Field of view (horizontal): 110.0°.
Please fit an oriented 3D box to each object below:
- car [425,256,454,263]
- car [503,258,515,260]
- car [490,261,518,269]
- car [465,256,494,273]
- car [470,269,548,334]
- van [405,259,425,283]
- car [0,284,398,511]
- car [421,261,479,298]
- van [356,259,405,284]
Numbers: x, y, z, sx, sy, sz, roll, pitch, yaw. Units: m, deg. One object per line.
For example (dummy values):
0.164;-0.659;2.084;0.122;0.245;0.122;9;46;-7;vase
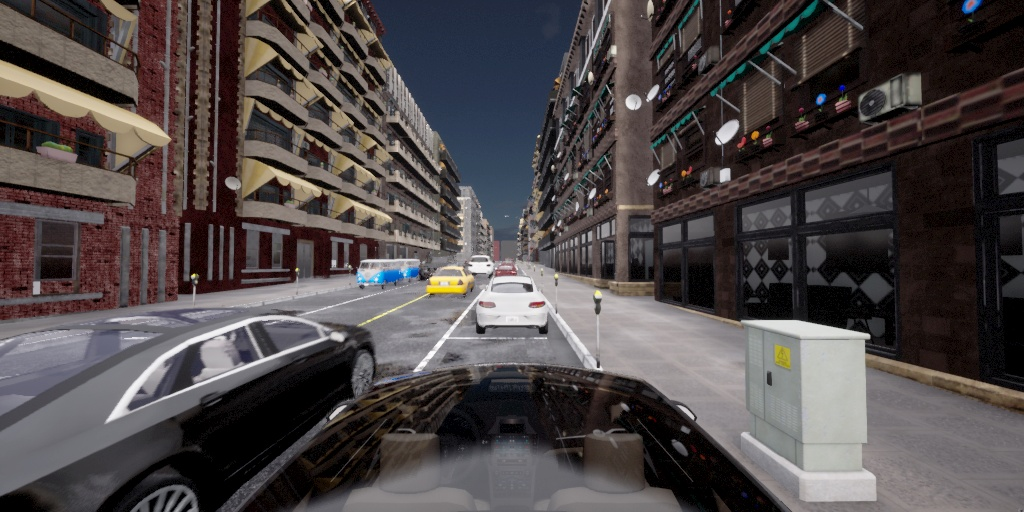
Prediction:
-5.869;0.999;28.972;2.150;2.045;5.566;0;0;0;car
-0.446;1.240;39.134;1.967;1.591;4.097;0;0;0;car
-0.453;1.322;28.072;1.888;1.381;4.507;0;0;0;car
-2.924;1.014;34.977;2.150;2.045;5.566;0;0;0;car
0.003;1.281;10.503;1.812;1.442;4.674;0;0;0;car
-8.336;1.117;28.134;1.690;1.789;3.998;0;0;0;van
-2.926;1.241;3.409;2.128;1.511;4.902;0;0;0;car
-3.019;1.218;18.558;1.801;1.575;5.366;0;0;0;car
-8.336;1.108;22.602;1.690;1.789;3.998;0;0;0;van
